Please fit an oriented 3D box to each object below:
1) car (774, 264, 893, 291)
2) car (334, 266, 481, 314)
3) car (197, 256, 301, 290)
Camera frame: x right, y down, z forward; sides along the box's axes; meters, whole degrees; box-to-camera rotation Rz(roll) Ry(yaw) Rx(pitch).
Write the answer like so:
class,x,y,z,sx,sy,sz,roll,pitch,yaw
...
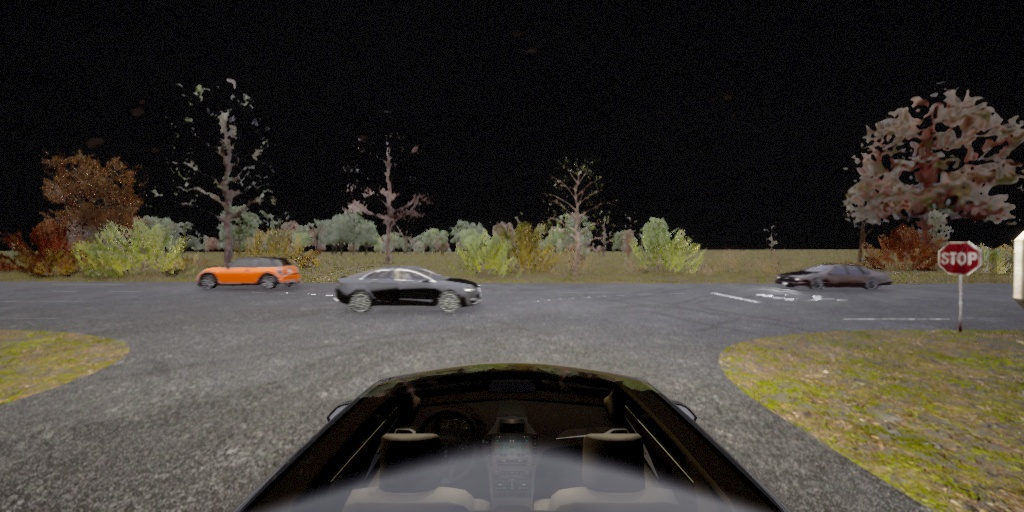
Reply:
class,x,y,z,sx,sy,sz,roll,pitch,yaw
car,17.826,1.145,19.952,5.357,1.411,2.033,0,1,-1
car,-3.544,1.109,12.523,4.902,1.511,2.128,0,1,-1
car,-14.117,0.828,19.316,4.553,1.767,2.097,0,1,-1
